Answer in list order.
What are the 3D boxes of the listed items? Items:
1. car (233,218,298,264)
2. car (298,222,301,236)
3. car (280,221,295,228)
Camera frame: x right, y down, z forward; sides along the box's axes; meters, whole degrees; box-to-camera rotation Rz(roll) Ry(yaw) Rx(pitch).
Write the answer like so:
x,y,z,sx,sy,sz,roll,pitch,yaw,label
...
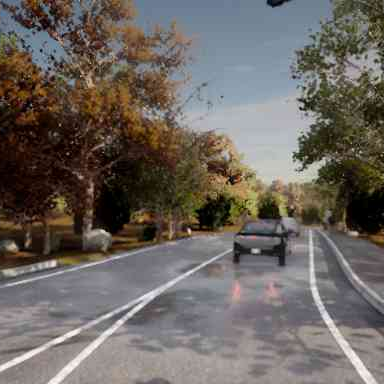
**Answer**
x,y,z,sx,sy,sz,roll,pitch,yaw,label
2.930,1.848,13.321,2.128,1.511,4.902,0,-2,20,car
7.981,2.866,27.582,1.812,1.442,4.674,0,-5,20,car
19.857,6.748,69.001,2.033,1.411,5.357,0,-5,25,car
